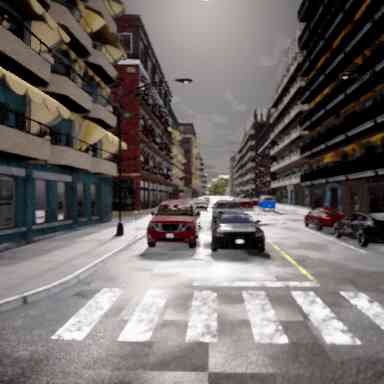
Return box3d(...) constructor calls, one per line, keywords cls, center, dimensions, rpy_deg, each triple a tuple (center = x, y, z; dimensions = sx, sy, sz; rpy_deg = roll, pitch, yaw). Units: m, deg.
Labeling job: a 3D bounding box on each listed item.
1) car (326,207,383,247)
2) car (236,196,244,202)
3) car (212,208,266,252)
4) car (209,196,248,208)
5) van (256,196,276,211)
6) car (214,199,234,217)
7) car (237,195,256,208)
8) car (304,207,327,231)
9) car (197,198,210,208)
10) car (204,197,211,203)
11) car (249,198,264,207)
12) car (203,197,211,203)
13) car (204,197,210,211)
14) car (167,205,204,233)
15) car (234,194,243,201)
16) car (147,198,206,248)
box3d(cls="car", center=(7.691, 1.520, 14.496), dimensions=(1.947, 1.339, 4.313), rpy_deg=(0, 0, 4))
box3d(cls="car", center=(12.552, 1.778, 86.926), dimensions=(1.752, 1.417, 4.829), rpy_deg=(0, 0, 4))
box3d(cls="car", center=(1.824, 1.567, 13.735), dimensions=(1.994, 1.385, 4.181), rpy_deg=(-1, 0, 4))
box3d(cls="car", center=(2.465, 1.394, 23.248), dimensions=(2.097, 1.767, 4.553), rpy_deg=(-1, 0, 4))
box3d(cls="van", center=(9.557, 1.409, 42.291), dimensions=(1.690, 1.788, 3.998), rpy_deg=(0, 0, 4))
box3d(cls="car", center=(3.165, 1.561, 33.522), dimensions=(1.882, 1.535, 5.008), rpy_deg=(-1, 0, 4))
box3d(cls="car", center=(6.995, 1.575, 43.714), dimensions=(1.882, 1.535, 5.008), rpy_deg=(-1, 0, 4))
box3d(cls="car", center=(8.064, 1.559, 20.054), dimensions=(1.802, 1.307, 4.206), rpy_deg=(0, 0, 4))
box3d(cls="car", center=(1.944, 1.757, 54.006), dimensions=(1.947, 1.339, 4.313), rpy_deg=(0, 0, 4))
box3d(cls="car", center=(3.809, 1.888, 81.799), dimensions=(1.802, 1.307, 4.206), rpy_deg=(0, 0, 4))
box3d(cls="car", center=(10.302, 1.658, 53.406), dimensions=(1.887, 1.381, 4.507), rpy_deg=(0, 0, 4))
box3d(cls="car", center=(3.436, 1.828, 76.241), dimensions=(1.887, 1.381, 4.507), rpy_deg=(0, 0, 4))
box3d(cls="car", center=(1.198, 1.711, 42.889), dimensions=(1.947, 1.339, 4.313), rpy_deg=(0, 0, 4))
box3d(cls="car", center=(-0.294, 1.599, 20.656), dimensions=(1.887, 1.381, 4.507), rpy_deg=(0, 0, 4))
box3d(cls="car", center=(12.915, 1.590, 92.317), dimensions=(2.192, 1.841, 5.009), rpy_deg=(0, 0, 4))
box3d(cls="car", center=(-0.665, 1.347, 15.098), dimensions=(2.192, 1.841, 5.009), rpy_deg=(0, 0, 4))
